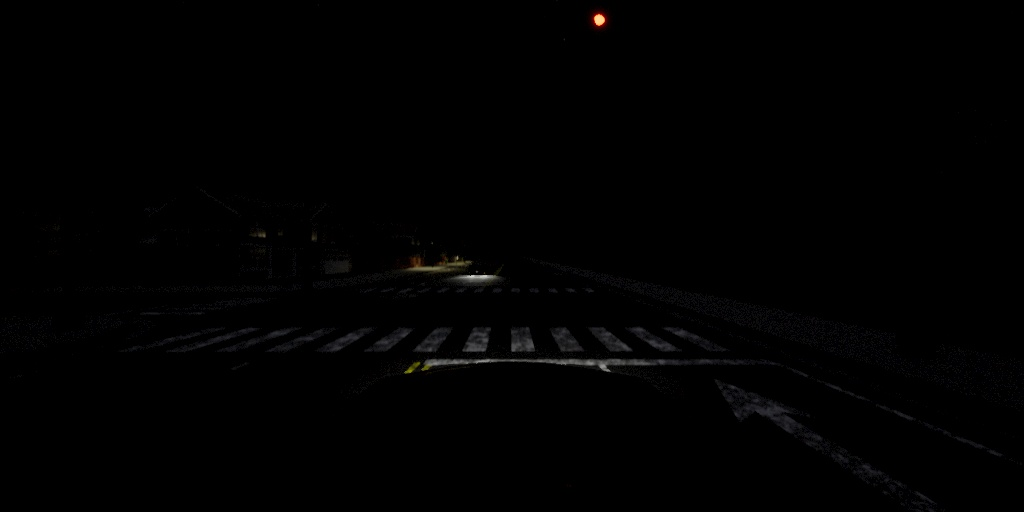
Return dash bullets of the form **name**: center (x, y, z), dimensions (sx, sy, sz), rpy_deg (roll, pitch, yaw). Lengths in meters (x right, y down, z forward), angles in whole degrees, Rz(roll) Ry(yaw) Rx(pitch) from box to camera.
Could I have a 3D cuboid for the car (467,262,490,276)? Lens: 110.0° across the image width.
- **car**: center (-3.286, 1.242, 35.490), dimensions (1.994, 1.385, 4.181), rpy_deg (0, 1, 0)
